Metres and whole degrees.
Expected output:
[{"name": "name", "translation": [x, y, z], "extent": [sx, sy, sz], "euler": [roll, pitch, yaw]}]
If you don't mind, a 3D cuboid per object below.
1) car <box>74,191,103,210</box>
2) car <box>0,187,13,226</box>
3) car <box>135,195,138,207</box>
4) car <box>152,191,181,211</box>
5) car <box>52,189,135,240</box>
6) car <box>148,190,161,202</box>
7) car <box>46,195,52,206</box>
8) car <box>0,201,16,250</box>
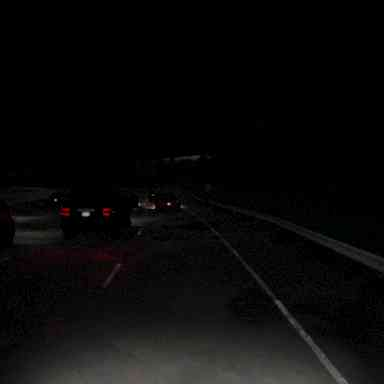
[{"name": "car", "translation": [-9.579, 0.740, 31.084], "extent": [1.837, 1.490, 4.892], "euler": [0, 1, -9]}, {"name": "car", "translation": [-11.265, 0.816, 16.530], "extent": [2.150, 2.045, 5.566], "euler": [0, 1, -5]}, {"name": "car", "translation": [-6.387, 0.746, 33.166], "extent": [1.994, 1.385, 4.181], "euler": [0, 1, -10]}, {"name": "car", "translation": [-2.116, 0.861, 28.416], "extent": [1.994, 1.385, 4.181], "euler": [0, 2, -8]}, {"name": "car", "translation": [-4.101, 0.851, 14.963], "extent": [2.150, 2.045, 5.566], "euler": [0, 1, -4]}, {"name": "car", "translation": [-4.537, 0.480, 42.356], "extent": [1.812, 1.442, 4.674], "euler": [0, 1, -12]}, {"name": "car", "translation": [-13.728, 0.714, 34.600], "extent": [1.994, 1.385, 4.181], "euler": [0, 1, -10]}, {"name": "car", "translation": [-7.246, 0.989, 9.444], "extent": [2.150, 2.045, 5.566], "euler": [0, 1, -3]}]
